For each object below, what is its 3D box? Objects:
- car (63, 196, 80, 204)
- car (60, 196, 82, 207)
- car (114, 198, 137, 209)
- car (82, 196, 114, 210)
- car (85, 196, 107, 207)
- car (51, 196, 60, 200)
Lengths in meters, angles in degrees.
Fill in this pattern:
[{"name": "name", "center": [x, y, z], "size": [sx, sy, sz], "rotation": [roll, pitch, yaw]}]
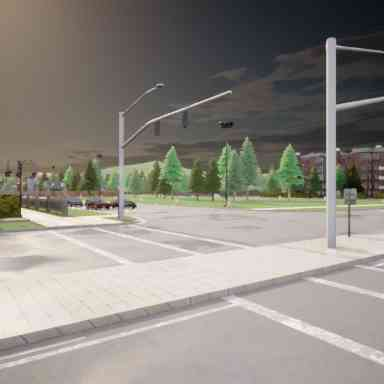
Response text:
[{"name": "car", "center": [-23.324, 1.478, 64.269], "size": [1.882, 1.535, 5.008], "rotation": [0, 0, -36]}, {"name": "car", "center": [-18.299, 1.505, 51.261], "size": [1.837, 1.490, 4.892], "rotation": [0, 0, -36]}, {"name": "car", "center": [-9.367, 1.547, 44.912], "size": [2.033, 1.411, 5.357], "rotation": [0, 0, -36]}, {"name": "car", "center": [-12.154, 1.601, 42.802], "size": [1.895, 1.301, 4.718], "rotation": [0, 0, -36]}, {"name": "car", "center": [-15.437, 1.504, 53.281], "size": [1.837, 1.490, 4.892], "rotation": [0, 0, -36]}, {"name": "car", "center": [-24.304, 1.506, 59.592], "size": [1.837, 1.490, 4.892], "rotation": [0, 0, -36]}]
